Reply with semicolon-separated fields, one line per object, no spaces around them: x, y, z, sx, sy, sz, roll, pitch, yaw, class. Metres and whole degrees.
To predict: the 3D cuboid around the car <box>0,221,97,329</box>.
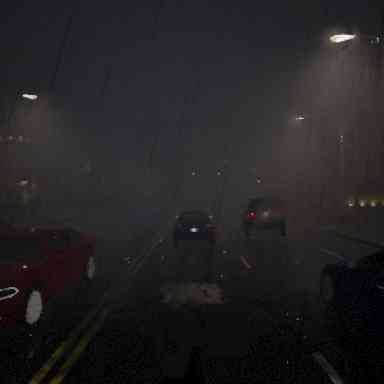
-3.559;1.512;7.216;1.882;1.535;5.008;0;-1;0;car

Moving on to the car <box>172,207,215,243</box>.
0.079;1.643;16.557;1.994;1.385;4.181;0;0;0;car

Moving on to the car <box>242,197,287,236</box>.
4.101;1.315;19.227;2.150;2.045;5.566;0;0;8;car

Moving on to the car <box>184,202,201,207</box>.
0.056;1.788;39.242;1.895;1.301;4.718;0;0;0;car

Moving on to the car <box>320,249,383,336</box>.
3.595;1.551;5.065;1.812;1.442;4.674;0;0;0;car
